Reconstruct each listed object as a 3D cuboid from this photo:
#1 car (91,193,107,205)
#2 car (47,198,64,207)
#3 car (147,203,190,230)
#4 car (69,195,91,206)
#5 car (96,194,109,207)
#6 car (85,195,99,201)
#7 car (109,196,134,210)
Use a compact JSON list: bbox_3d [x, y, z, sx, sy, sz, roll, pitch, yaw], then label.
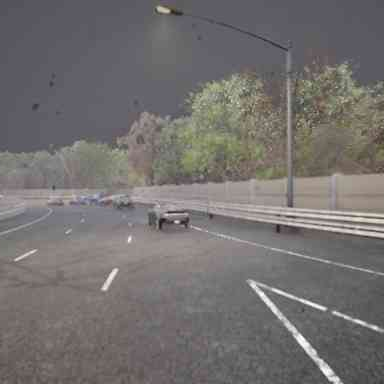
[{"bbox_3d":[-16.056,1.238,57.715,2.150,2.045,5.566,0,0,-33],"label":"car"},{"bbox_3d":[-22.339,1.625,54.470,1.994,1.385,4.181,0,0,-33],"label":"car"},{"bbox_3d":[-1.579,1.471,20.892,2.128,1.511,4.902,-1,0,-18],"label":"car"},{"bbox_3d":[-19.349,1.587,56.288,2.033,1.411,5.357,0,0,-33],"label":"car"},{"bbox_3d":[-13.314,1.485,52.776,1.882,1.535,5.008,0,0,-29],"label":"car"},{"bbox_3d":[-27.297,1.565,90.714,2.128,1.511,4.902,0,0,3],"label":"car"},{"bbox_3d":[-8.985,1.347,43.175,2.097,1.767,4.553,0,0,-22],"label":"car"}]
